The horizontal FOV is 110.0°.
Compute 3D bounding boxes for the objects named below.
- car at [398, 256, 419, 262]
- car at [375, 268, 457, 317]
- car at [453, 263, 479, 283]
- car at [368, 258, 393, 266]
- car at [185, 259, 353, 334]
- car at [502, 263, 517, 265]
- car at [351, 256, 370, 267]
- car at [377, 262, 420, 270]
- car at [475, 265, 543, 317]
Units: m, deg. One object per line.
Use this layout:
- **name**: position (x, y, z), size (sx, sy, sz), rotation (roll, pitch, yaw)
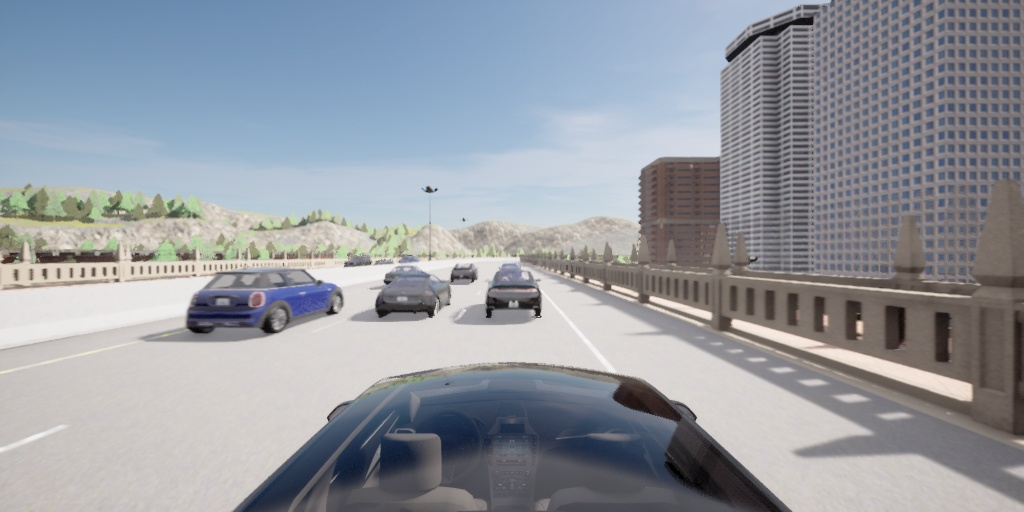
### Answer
- **car**: position (-14.987, 1.010, 52.106), size (2.150, 2.045, 5.566), rotation (0, 0, -1)
- **car**: position (-3.447, 1.323, 13.271), size (1.994, 1.385, 4.181), rotation (0, 0, 0)
- **car**: position (-3.686, 1.263, 28.267), size (2.128, 1.511, 4.902), rotation (0, 0, -1)
- **car**: position (-18.486, 1.281, 52.024), size (2.128, 1.511, 4.902), rotation (0, 0, -1)
- **car**: position (-6.948, 1.112, 10.760), size (2.097, 1.767, 4.553), rotation (0, 0, 0)
- **car**: position (-0.206, 1.297, 29.300), size (1.812, 1.442, 4.674), rotation (0, 0, -1)
- **car**: position (-21.973, 1.009, 51.589), size (2.150, 2.045, 5.566), rotation (0, 0, -1)
- **car**: position (-7.116, 1.315, 24.479), size (2.033, 1.411, 5.357), rotation (0, 0, -1)
- **car**: position (0.052, 1.251, 13.144), size (2.128, 1.511, 4.902), rotation (0, 0, 0)
